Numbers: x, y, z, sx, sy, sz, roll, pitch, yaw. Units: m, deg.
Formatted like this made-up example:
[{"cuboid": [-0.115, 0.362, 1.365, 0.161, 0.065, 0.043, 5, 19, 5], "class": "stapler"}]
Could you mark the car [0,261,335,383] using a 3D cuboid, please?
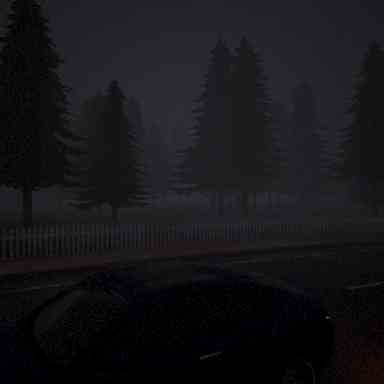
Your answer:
[{"cuboid": [-0.529, 1.523, 3.337, 4.674, 1.442, 1.812, 0, 0, -31], "class": "car"}]
